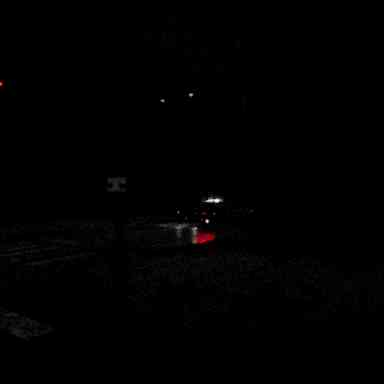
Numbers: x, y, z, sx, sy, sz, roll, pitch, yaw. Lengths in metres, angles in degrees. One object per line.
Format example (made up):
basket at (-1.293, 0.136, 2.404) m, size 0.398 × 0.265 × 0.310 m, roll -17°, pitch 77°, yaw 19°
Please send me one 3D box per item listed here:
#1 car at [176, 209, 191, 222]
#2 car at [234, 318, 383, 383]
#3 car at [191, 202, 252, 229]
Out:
car at (0.884, 1.497, 24.557) m, size 1.895 × 1.301 × 4.718 m, roll 0°, pitch 0°, yaw 35°
car at (2.430, 1.316, 1.074) m, size 5.009 × 1.841 × 2.192 m, roll 0°, pitch 0°, yaw 35°
car at (2.261, 1.413, 21.286) m, size 1.837 × 1.490 × 4.892 m, roll 0°, pitch 0°, yaw 35°
